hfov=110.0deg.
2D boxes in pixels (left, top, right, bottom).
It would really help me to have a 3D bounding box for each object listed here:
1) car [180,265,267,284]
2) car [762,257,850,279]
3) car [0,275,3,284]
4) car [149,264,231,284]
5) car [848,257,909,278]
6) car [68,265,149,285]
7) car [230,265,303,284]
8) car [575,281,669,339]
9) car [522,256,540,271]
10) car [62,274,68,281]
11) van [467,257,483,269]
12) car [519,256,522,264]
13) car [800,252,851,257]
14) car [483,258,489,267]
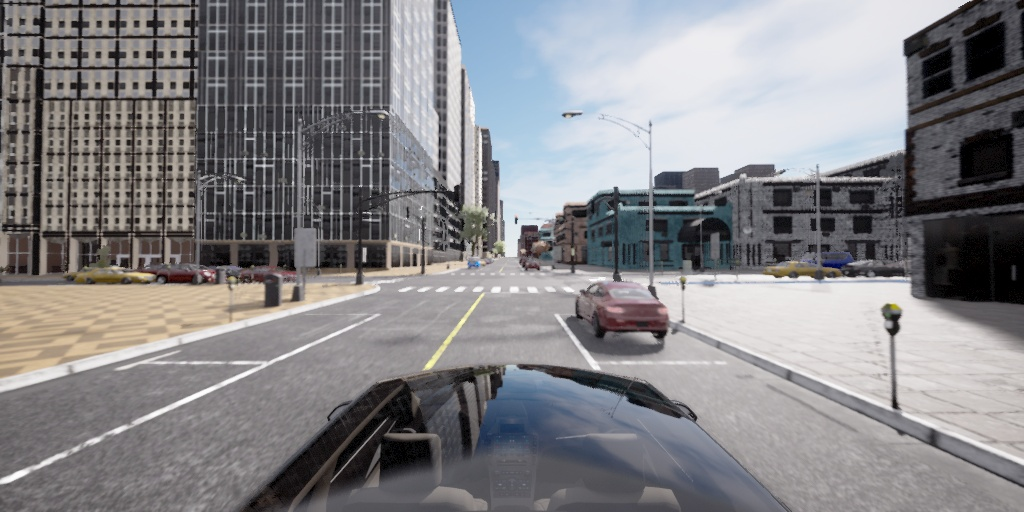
[{"bbox_3d":[-22.950,1.448,28.708,5.357,1.411,2.033,-1,-1,1],"label":"car"},{"bbox_3d":[20.689,0.967,25.590,4.829,1.417,1.751,0,0,1],"label":"car"},{"bbox_3d":[-40.152,1.460,26.171,4.097,1.591,1.967,0,0,1],"label":"car"},{"bbox_3d":[-23.103,1.297,26.008,4.097,1.591,1.967,0,0,1],"label":"car"},{"bbox_3d":[26.052,0.940,25.539,4.403,1.370,2.007,0,0,1],"label":"car"},{"bbox_3d":[-28.616,1.437,26.061,4.829,1.417,1.751,0,0,1],"label":"car"},{"bbox_3d":[-17.420,1.384,25.954,4.207,1.307,1.802,0,0,1],"label":"car"},{"bbox_3d":[2.815,1.324,9.831,1.802,1.307,4.207,0,0,0],"label":"car"},{"bbox_3d":[2.689,1.137,47.794,1.967,1.591,4.097,0,0,0],"label":"car"},{"bbox_3d":[-40.241,1.683,34.552,4.829,1.417,1.751,0,0,1],"label":"car"},{"bbox_3d":[-5.692,1.031,53.429,1.690,1.789,3.998,0,0,0],"label":"van"},{"bbox_3d":[2.689,0.997,59.142,2.192,1.841,5.009,0,0,0],"label":"car"},{"bbox_3d":[26.589,0.701,31.339,5.566,2.045,2.150,-1,-1,1],"label":"car"},{"bbox_3d":[-5.692,1.201,64.607,1.751,1.417,4.829,0,0,0],"label":"car"}]
